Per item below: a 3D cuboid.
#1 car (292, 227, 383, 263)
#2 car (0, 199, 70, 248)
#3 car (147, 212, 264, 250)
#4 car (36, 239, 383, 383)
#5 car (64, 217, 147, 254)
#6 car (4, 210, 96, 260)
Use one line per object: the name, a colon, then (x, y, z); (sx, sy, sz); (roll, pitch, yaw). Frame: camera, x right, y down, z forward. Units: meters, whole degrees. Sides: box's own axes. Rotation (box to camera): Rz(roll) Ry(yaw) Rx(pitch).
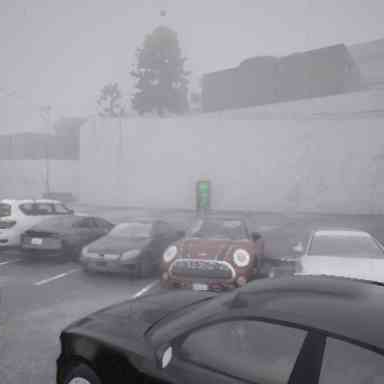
car: (3.202, 1.541, 7.203); (2.002, 1.452, 4.674); (0, -1, 16)
car: (-6.568, 1.331, 14.212); (2.435, 2.045, 5.566); (0, -1, 16)
car: (0.768, 1.402, 8.977); (2.185, 1.767, 4.553); (0, -1, 16)
car: (0.893, 1.485, 2.741); (5.008, 1.535, 1.882); (-1, 0, 36)
car: (-1.680, 1.594, 10.689); (2.002, 1.452, 4.674); (0, -1, 16)
car: (-4.128, 1.598, 12.466); (2.163, 1.488, 4.792); (0, -1, 16)
